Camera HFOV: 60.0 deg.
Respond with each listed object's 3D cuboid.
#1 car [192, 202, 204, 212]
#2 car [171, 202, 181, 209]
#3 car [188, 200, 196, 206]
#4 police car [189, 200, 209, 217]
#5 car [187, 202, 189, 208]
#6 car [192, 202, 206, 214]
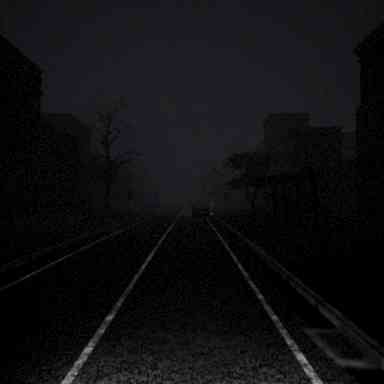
[{"bbox_3d":[0.888,2.326,53.314,1.882,1.535,5.008,0,-1,0],"label":"car"},{"bbox_3d":[-3.031,2.609,64.589,2.033,1.411,5.357,0,-1,0],"label":"car"},{"bbox_3d":[-0.020,2.858,88.178,1.895,1.301,4.718,0,-1,0],"label":"car"},{"bbox_3d":[0.891,1.957,37.428,1.930,1.638,5.238,0,-1,0],"label":"police car"},{"bbox_3d":[-0.017,2.602,73.151,2.128,1.511,4.902,0,-1,0],"label":"car"},{"bbox_3d":[0.889,2.207,47.315,1.882,1.535,5.008,0,-1,0],"label":"car"}]
